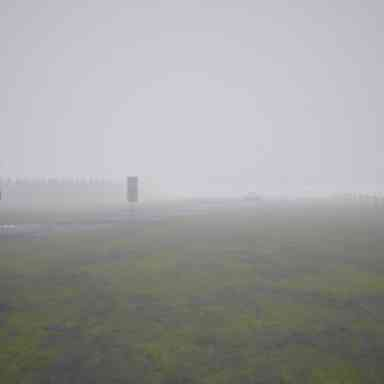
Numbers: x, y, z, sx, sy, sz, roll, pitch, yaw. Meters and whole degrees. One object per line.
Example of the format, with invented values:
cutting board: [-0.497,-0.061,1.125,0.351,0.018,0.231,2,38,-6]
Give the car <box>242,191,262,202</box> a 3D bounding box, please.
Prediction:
car: [9.867,0.690,54.341,2.097,1.767,4.553,0,1,31]
